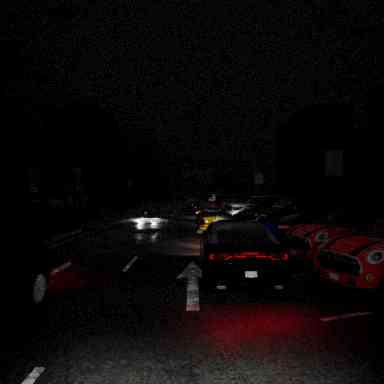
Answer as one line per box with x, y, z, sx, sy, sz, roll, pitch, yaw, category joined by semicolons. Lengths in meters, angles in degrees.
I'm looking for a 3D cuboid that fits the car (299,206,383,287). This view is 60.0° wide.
5.355;1.363;8.348;4.553;1.767;2.185;1;0;-20;car

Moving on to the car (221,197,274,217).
5.383;1.405;32.354;4.553;1.767;2.185;1;0;-20;car

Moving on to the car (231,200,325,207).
5.192;1.497;20.281;5.366;1.575;1.946;1;0;-20;car

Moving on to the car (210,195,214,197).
5.444;1.572;44.375;5.008;1.535;2.097;1;0;-20;car

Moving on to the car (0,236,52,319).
-3.958;1.478;5.167;1.882;1.535;5.008;0;0;0;car

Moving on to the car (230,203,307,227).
5.350;1.538;23.338;4.792;1.488;2.163;1;0;-20;car

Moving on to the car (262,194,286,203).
18.467;1.445;75.390;2.435;2.045;5.566;0;0;-21;car

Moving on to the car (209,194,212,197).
5.483;1.376;59.413;5.566;2.045;2.435;1;0;-20;car

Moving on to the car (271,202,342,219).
5.365;1.366;11.349;4.553;1.767;2.185;1;0;-20;car

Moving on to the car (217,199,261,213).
5.436;1.591;38.363;4.674;1.452;2.002;1;0;-20;car

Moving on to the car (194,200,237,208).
1.207;1.471;19.250;1.801;1.575;5.366;0;0;0;car

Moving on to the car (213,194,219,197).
5.478;1.436;41.372;4.553;1.767;2.185;1;0;-20;car

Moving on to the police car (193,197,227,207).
1.227;1.453;25.170;1.930;1.638;5.238;0;0;0;police car

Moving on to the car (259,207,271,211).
5.339;1.534;14.345;4.674;1.452;2.002;1;0;-20;car

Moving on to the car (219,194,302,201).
5.368;1.264;26.340;5.566;2.045;2.435;1;0;-20;car

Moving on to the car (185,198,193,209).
0.100;1.574;47.140;1.882;1.535;5.008;0;0;1;car

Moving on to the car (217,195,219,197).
5.394;1.415;35.356;4.553;1.767;2.185;1;0;-20;car

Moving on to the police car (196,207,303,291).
1.177;1.428;9.170;1.930;1.638;5.238;0;0;0;police car

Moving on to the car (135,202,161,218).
-3.934;1.604;30.263;1.994;1.385;4.181;0;0;0;car

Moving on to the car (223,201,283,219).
5.377;1.552;29.340;4.792;1.488;2.163;1;0;-20;car

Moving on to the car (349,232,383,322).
5.286;1.516;5.328;4.792;1.488;2.163;1;0;-20;car

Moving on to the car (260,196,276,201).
21.086;1.794;92.446;2.163;1.488;4.792;0;-1;-21;car
